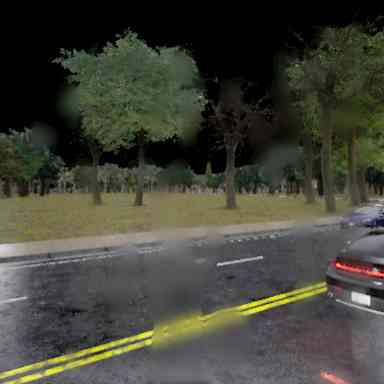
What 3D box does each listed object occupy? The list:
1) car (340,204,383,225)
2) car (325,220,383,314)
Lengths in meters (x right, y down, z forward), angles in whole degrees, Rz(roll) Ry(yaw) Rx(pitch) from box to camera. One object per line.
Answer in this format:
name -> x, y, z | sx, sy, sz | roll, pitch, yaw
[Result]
car -> 10.439, 1.447, 19.156 | 4.674, 1.442, 1.812 | 0, 0, -36
car -> 4.712, 1.473, 6.816 | 4.892, 1.490, 1.837 | 0, 0, -36
